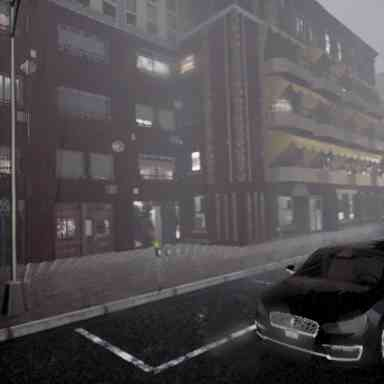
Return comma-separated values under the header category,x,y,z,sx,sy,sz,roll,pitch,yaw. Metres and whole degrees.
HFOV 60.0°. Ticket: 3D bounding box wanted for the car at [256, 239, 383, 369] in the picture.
category,x,y,z,sx,sy,sz,roll,pitch,yaw
car,3.139,1.723,6.229,4.892,1.490,1.837,0,-4,-43
